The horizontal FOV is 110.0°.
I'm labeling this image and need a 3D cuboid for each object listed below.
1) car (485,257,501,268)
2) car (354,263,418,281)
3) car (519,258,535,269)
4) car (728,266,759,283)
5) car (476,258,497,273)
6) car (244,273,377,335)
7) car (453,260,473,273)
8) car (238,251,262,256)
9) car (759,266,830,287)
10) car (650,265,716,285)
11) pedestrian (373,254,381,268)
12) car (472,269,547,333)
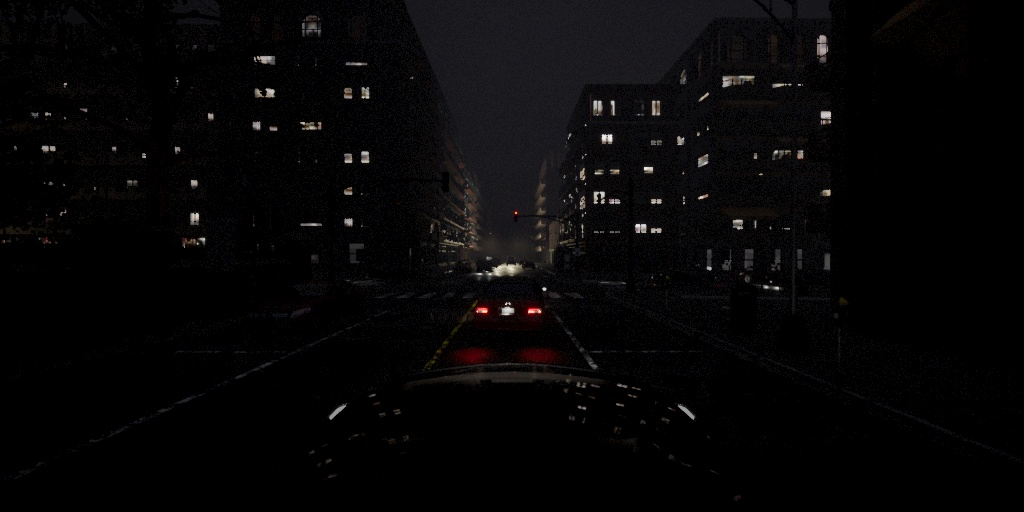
[{"bbox_3d":[-3.255,1.276,58.899,1.812,1.442,4.674,0,1,0],"label":"car"},{"bbox_3d":[-10.003,1.235,28.548,4.718,1.301,1.895,2,1,-19],"label":"car"},{"bbox_3d":[2.535,1.299,54.209,2.007,1.370,4.403,0,0,0],"label":"car"},{"bbox_3d":[21.293,1.571,31.431,4.097,1.591,1.967,0,0,-1],"label":"car"},{"bbox_3d":[-3.225,1.296,43.626,2.033,1.411,5.357,0,0,0],"label":"car"},{"bbox_3d":[-5.713,1.331,10.502,1.802,1.307,4.207,0,0,0],"label":"car"},{"bbox_3d":[-5.811,1.188,42.912,1.967,1.591,4.097,0,0,0],"label":"car"},{"bbox_3d":[-17.606,0.694,25.075,5.566,2.045,2.150,1,0,-1],"label":"car"},{"bbox_3d":[23.499,1.732,28.906,5.357,1.411,2.033,1,0,-1],"label":"car"},{"bbox_3d":[13.690,1.502,28.752,4.902,1.511,2.128,1,0,-1],"label":"car"},{"bbox_3d":[-12.807,0.652,33.884,0.375,1.860,0.375,0,-1,-1],"label":"pedestrian"},{"bbox_3d":[0.052,1.297,10.715,2.033,1.411,5.357,0,0,3],"label":"car"}]
